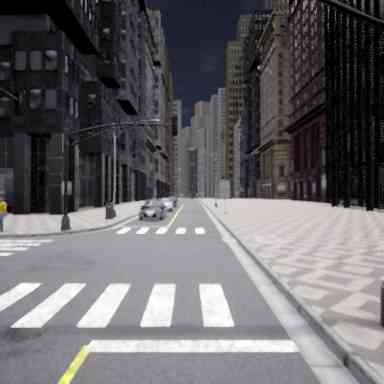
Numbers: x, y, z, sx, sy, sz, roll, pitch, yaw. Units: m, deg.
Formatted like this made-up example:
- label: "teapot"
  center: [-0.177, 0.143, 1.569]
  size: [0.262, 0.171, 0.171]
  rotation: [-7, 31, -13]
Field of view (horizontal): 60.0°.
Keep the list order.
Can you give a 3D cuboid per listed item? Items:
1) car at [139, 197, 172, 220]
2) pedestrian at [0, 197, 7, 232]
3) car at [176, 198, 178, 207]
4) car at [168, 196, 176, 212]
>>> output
- label: "car"
  center: [-3.080, 1.394, 26.873]
  size: [2.128, 1.511, 4.902]
  rotation: [0, 0, 0]
- label: "pedestrian"
  center: [-9.995, 1.150, 17.444]
  size: [0.375, 1.860, 0.375]
  rotation: [0, -1, 0]
- label: "car"
  center: [-2.976, 1.381, 46.981]
  size: [1.837, 1.490, 4.892]
  rotation: [0, 0, 0]
- label: "car"
  center: [-3.061, 1.410, 36.699]
  size: [1.812, 1.442, 4.674]
  rotation: [0, 0, 1]
